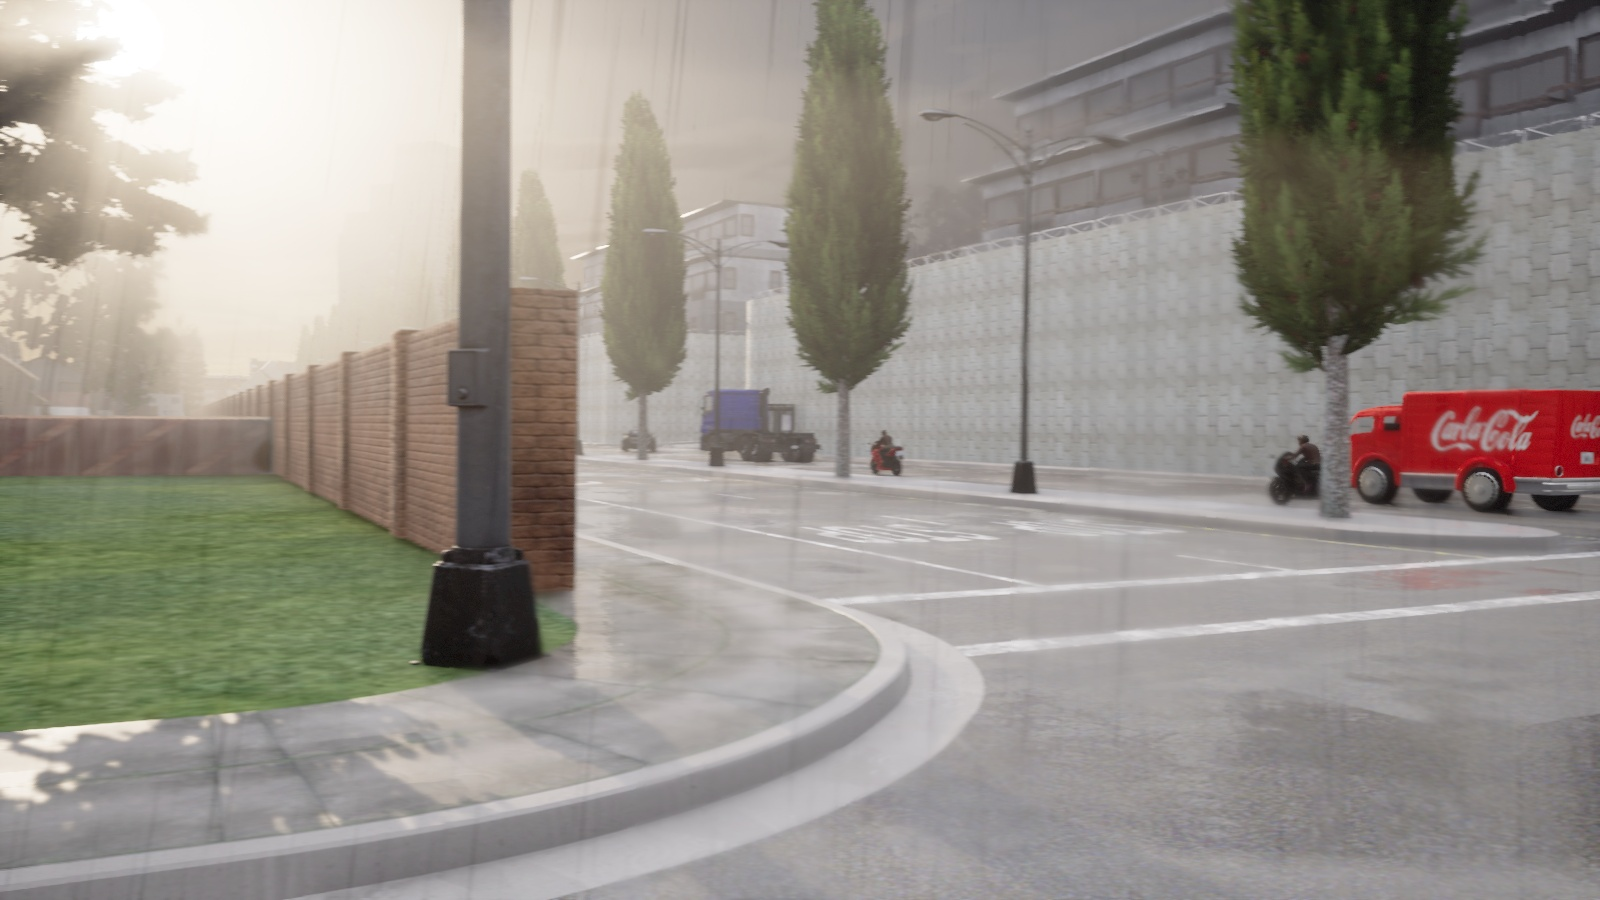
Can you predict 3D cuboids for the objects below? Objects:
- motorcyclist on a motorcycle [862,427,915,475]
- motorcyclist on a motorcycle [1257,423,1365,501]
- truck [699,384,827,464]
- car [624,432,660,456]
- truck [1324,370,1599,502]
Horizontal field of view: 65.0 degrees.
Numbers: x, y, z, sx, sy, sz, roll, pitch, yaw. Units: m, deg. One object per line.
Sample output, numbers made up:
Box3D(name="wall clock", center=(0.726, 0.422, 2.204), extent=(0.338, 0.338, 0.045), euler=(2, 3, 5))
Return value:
Box3D(name="motorcyclist on a motorcycle", center=(2.888, 0.031, 41.119), extent=(0.797, 1.523, 2.044), euler=(-1, 1, -26))
Box3D(name="motorcyclist on a motorcycle", center=(10.488, 0.219, 25.841), extent=(0.797, 1.523, 2.044), euler=(-1, 1, -26))
Box3D(name="truck", center=(-1.872, -1.186, 58.448), extent=(2.891, 3.462, 7.936), euler=(-1, 1, -26))
Box3D(name="car", center=(-9.727, -0.391, 76.895), extent=(1.994, 1.385, 4.181), euler=(-1, 1, -10))
Box3D(name="truck", center=(14.128, -0.301, 26.486), extent=(2.627, 2.467, 5.204), euler=(-1, 1, -26))
